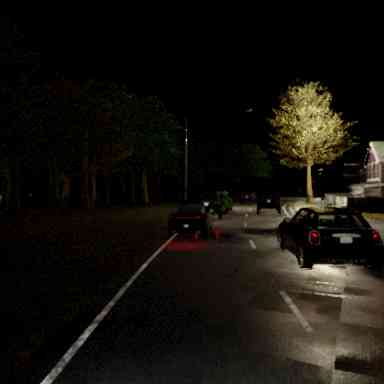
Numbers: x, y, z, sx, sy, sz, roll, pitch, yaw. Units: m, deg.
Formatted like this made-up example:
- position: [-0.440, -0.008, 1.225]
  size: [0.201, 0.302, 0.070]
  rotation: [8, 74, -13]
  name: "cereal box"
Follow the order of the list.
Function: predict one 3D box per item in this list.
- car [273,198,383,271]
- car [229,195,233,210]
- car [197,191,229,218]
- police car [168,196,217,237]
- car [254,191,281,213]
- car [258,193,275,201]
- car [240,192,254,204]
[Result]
- position: [4.178, 1.253, 10.783]
  size: [2.097, 1.767, 4.553]
  rotation: [0, 1, 4]
  name: "car"
- position: [2.727, 0.888, 32.841]
  size: [2.150, 2.045, 5.566]
  rotation: [0, 1, 13]
  name: "car"
- position: [1.528, 0.949, 26.990]
  size: [2.150, 2.045, 5.566]
  rotation: [0, 1, 10]
  name: "car"
- position: [0.039, 1.252, 17.232]
  size: [1.930, 1.638, 5.238]
  rotation: [0, 1, 7]
  name: "police car"
- position: [7.353, 0.899, 31.884]
  size: [2.150, 2.045, 5.566]
  rotation: [0, 1, 13]
  name: "car"
- position: [14.556, 0.876, 64.454]
  size: [2.128, 1.511, 4.902]
  rotation: [0, 0, 26]
  name: "car"
- position: [8.649, 0.839, 49.963]
  size: [2.097, 1.767, 4.553]
  rotation: [0, 1, 20]
  name: "car"
